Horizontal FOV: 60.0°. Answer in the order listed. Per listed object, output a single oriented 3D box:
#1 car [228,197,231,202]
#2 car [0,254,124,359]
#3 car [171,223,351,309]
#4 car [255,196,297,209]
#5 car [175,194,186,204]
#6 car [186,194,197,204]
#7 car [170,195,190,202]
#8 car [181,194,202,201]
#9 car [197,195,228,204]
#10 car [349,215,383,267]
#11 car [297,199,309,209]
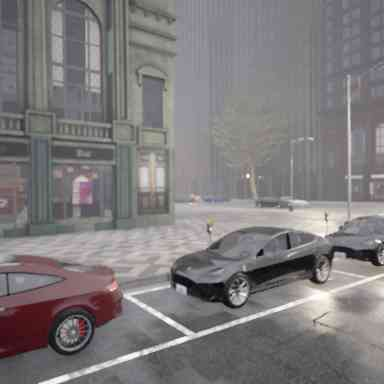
[{"bbox_3d":[5.301,1.241,64.111,1.882,1.535,5.008,-1,0,-36],"label":"car"},{"bbox_3d":[-3.015,1.582,4.492,4.206,1.307,1.802,-1,0,-36],"label":"car"},{"bbox_3d":[1.561,1.517,7.783,4.313,1.339,1.947,-1,0,-36],"label":"car"},{"bbox_3d":[9.935,1.307,40.830,1.882,1.535,5.008,-1,0,-36],"label":"car"},{"bbox_3d":[-3.980,1.124,60.248,2.150,2.045,5.566,-1,0,-36],"label":"car"},{"bbox_3d":[-1.315,1.405,62.113,2.033,1.411,5.357,-1,0,-36],"label":"car"},{"bbox_3d":[-2.484,1.359,69.294,1.812,1.442,4.674,-1,0,-36],"label":"car"},{"bbox_3d":[-0.096,1.121,71.533,1.882,1.535,5.008,-1,0,-36],"label":"car"},{"bbox_3d":[3.666,1.279,60.838,1.882,1.535,5.008,-1,0,-35],"label":"car"},{"bbox_3d":[6.137,1.469,11.073,4.313,1.339,1.947,-1,0,-36],"label":"car"},{"bbox_3d":[12.649,1.311,42.624,1.812,1.442,4.674,-1,0,-36],"label":"car"}]
